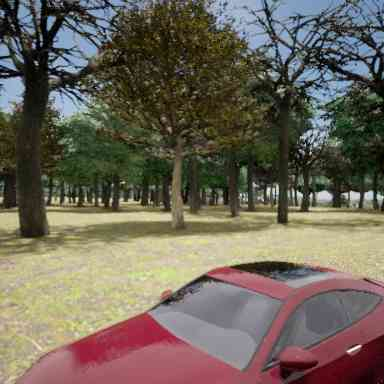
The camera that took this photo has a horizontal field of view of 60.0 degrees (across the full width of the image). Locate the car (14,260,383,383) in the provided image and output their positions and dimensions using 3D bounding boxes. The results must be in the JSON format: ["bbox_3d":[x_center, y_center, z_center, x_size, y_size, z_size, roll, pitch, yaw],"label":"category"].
[{"bbox_3d":[0.683,1.538,3.434,4.674,1.442,1.812,0,0,-35],"label":"car"}]
